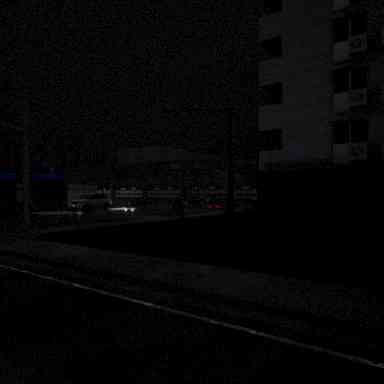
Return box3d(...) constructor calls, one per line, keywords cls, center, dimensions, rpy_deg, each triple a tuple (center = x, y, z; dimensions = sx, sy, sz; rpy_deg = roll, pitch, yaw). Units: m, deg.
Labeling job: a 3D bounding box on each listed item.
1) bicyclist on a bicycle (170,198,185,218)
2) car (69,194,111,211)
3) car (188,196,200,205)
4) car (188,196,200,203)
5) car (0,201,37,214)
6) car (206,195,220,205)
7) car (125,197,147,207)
box3d(cls="bicyclist on a bicycle", center=(-1.204, 1.300, 27.316), dimensions=(1.656, 1.620, 0.582), rpy_deg=(0, 0, 36))
box3d(cls="car", center=(-12.335, 1.221, 40.738), dimensions=(2.150, 2.045, 5.566), rpy_deg=(0, 0, 29))
box3d(cls="car", center=(0.410, 1.564, 59.076), dimensions=(1.994, 1.385, 4.181), rpy_deg=(0, 0, 4))
box3d(cls="car", center=(0.354, 1.564, 67.487), dimensions=(1.994, 1.385, 4.181), rpy_deg=(0, 0, -8))
box3d(cls="car", center=(-17.921, 1.601, 32.486), dimensions=(1.895, 1.301, 4.718), rpy_deg=(0, 0, 35))
box3d(cls="car", center=(3.882, 1.526, 58.485), dimensions=(1.812, 1.442, 4.674), rpy_deg=(0, 0, 4))
box3d(cls="car", center=(-8.387, 1.491, 50.014), dimensions=(2.128, 1.511, 4.902), rpy_deg=(0, 0, 15))
